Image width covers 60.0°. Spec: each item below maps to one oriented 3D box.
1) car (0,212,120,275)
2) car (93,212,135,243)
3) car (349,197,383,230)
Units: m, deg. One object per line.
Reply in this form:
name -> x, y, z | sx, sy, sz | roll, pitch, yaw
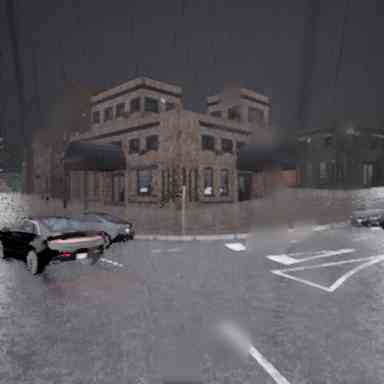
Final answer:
car -> -4.664, 1.498, 10.547 | 4.902, 1.511, 2.128 | 0, -1, 44
car -> -4.613, 1.576, 14.585 | 4.181, 1.385, 1.994 | 0, 0, 18
car -> 10.305, 1.020, 17.329 | 4.892, 1.490, 1.837 | -4, 2, -27
